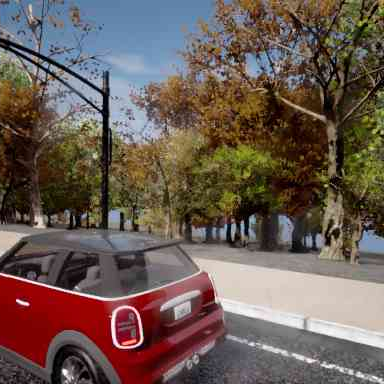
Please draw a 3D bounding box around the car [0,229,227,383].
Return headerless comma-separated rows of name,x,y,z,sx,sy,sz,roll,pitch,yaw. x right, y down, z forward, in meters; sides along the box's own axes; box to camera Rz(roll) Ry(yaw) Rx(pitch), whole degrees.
car,-1.832,1.351,4.992,4.553,1.767,2.097,0,0,36
